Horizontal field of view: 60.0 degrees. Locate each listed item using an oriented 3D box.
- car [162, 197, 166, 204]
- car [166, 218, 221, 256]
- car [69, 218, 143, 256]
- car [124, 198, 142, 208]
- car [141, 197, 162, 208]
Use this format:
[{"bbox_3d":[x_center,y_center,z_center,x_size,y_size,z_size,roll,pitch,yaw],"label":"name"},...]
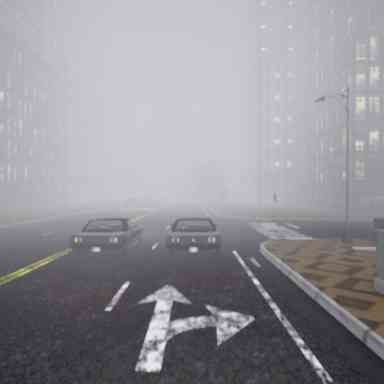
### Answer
[{"bbox_3d":[-6.444,1.773,69.561,1.882,1.535,5.008,0,0,0],"label":"car"},{"bbox_3d":[0.073,1.681,13.328,1.895,1.301,4.718,0,-1,0],"label":"car"},{"bbox_3d":[-3.169,1.685,13.330,1.895,1.301,4.718,0,-1,0],"label":"car"},{"bbox_3d":[-9.778,1.734,53.910,1.837,1.490,4.892,0,0,0],"label":"car"},{"bbox_3d":[-6.529,1.832,53.941,1.895,1.301,4.718,0,0,0],"label":"car"}]
